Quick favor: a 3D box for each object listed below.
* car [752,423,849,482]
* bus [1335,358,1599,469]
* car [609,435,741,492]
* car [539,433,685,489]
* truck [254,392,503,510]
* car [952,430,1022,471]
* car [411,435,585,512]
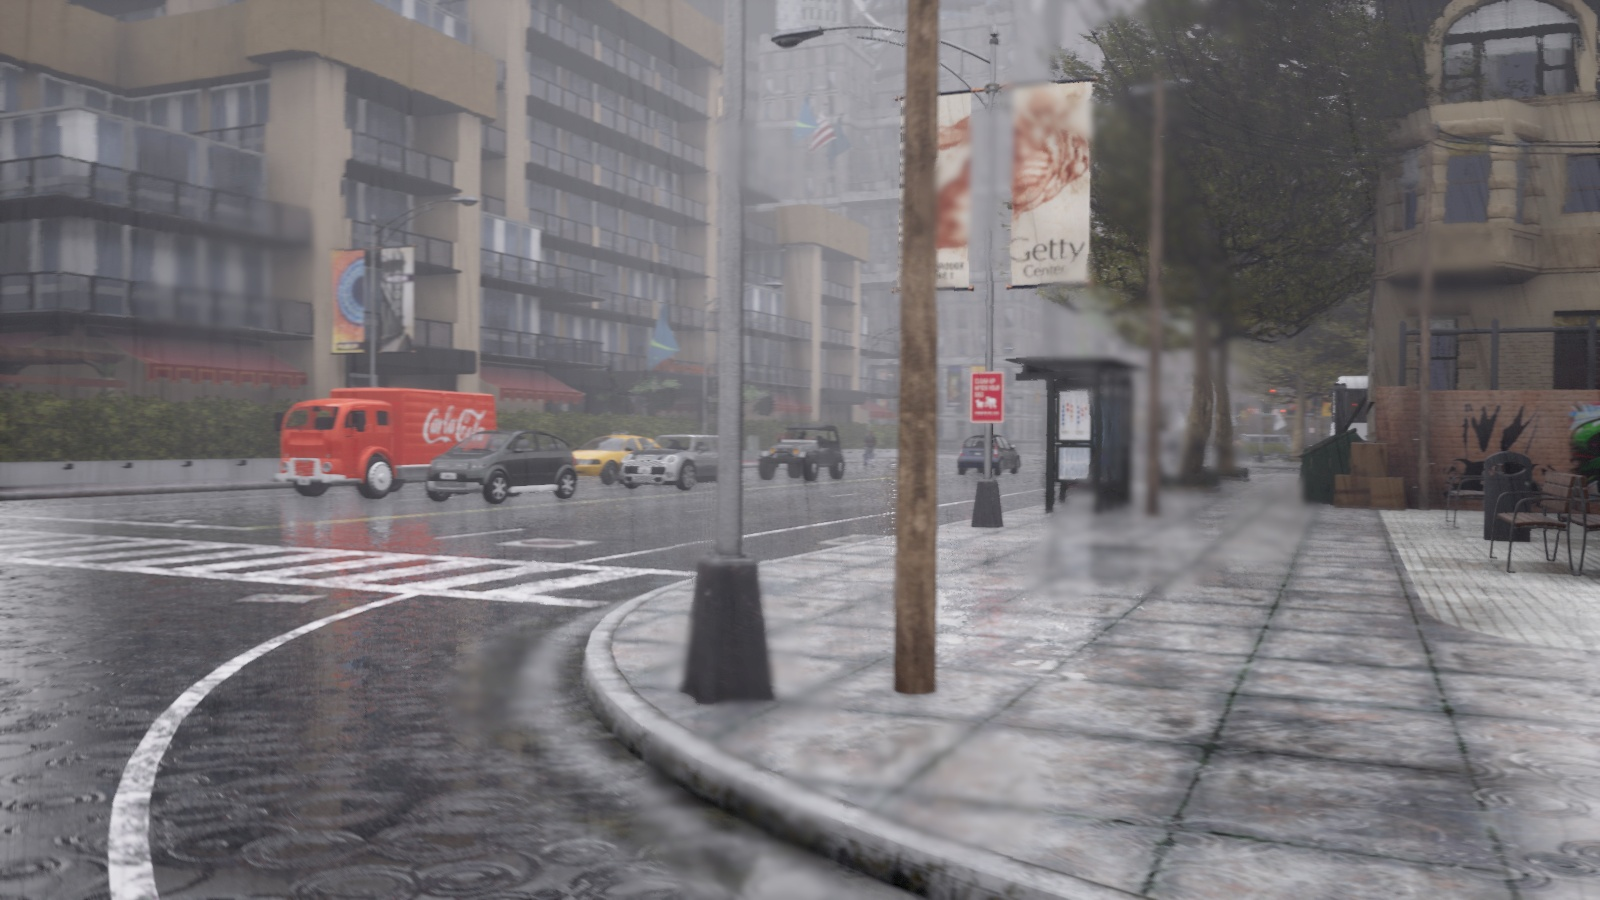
[{"bbox_3d":[0.071,0.048,42.415,1.905,1.878,3.866,0,1,23],"label":"car"},{"bbox_3d":[27.655,-1.432,51.547,10.273,4.253,3.944,0,1,20],"label":"bus"},{"bbox_3d":[-3.363,0.333,34.460,1.970,1.475,3.806,0,1,24],"label":"car"},{"bbox_3d":[-5.577,0.281,38.155,1.801,1.575,5.366,0,1,24],"label":"car"},{"bbox_3d":[-9.541,-0.012,28.999,2.627,2.467,5.204,0,1,23],"label":"truck"},{"bbox_3d":[7.666,-0.005,51.170,1.851,1.617,3.988,0,1,23],"label":"car"},{"bbox_3d":[-6.471,0.450,27.299,1.789,1.549,3.705,0,1,23],"label":"car"}]
